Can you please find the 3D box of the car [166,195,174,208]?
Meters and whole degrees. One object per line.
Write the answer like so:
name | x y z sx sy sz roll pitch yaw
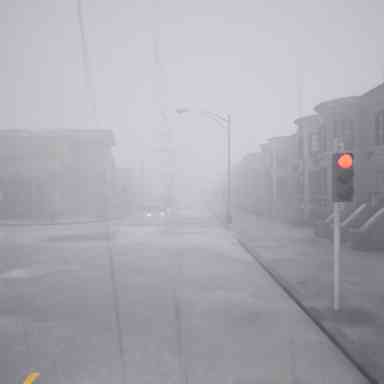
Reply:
car | -4.161 1.505 49.668 1.837 1.490 4.892 0 0 0

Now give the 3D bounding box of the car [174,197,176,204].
car | -4.126 1.351 61.799 2.097 1.767 4.553 0 0 1

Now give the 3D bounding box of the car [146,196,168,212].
car | -4.159 1.526 39.455 1.812 1.442 4.674 0 0 -1
